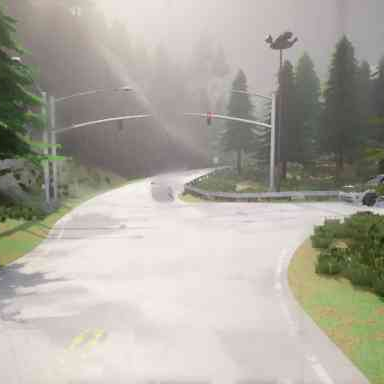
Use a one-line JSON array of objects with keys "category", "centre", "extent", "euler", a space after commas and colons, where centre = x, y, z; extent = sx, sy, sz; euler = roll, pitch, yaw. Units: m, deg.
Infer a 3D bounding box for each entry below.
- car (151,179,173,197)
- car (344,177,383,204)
[{"category": "car", "centre": [-2.759, -0.462, 30.830], "extent": [1.812, 1.442, 4.674], "euler": [-3, 9, -7]}, {"category": "car", "centre": [12.873, -0.177, 22.554], "extent": [5.566, 2.045, 2.150], "euler": [-1, 5, -11]}]
